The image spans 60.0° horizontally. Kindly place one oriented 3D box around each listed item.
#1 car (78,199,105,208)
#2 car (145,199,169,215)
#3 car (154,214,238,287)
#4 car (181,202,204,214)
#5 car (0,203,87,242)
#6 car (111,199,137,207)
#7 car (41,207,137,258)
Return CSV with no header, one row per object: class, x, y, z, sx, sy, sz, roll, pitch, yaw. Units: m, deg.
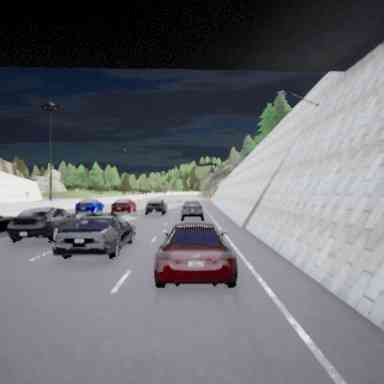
car,-10.469,1.417,34.399,1.882,1.535,5.008,0,0,0
car,-3.464,1.443,32.903,1.837,1.490,4.892,0,0,0
car,0.084,1.546,9.292,1.994,1.385,4.181,0,0,0
car,0.047,1.494,27.501,2.033,1.411,5.357,0,0,0
car,-6.930,1.478,16.100,1.837,1.490,4.892,0,0,0
car,-6.966,1.415,34.376,1.882,1.535,5.008,0,0,0
car,-3.423,1.525,12.583,2.033,1.411,5.357,0,0,0
